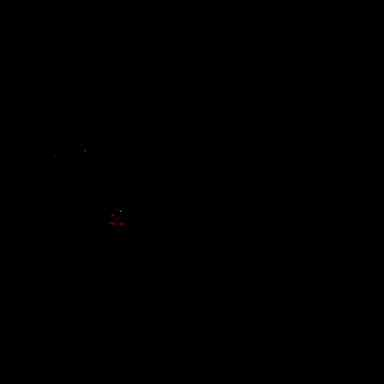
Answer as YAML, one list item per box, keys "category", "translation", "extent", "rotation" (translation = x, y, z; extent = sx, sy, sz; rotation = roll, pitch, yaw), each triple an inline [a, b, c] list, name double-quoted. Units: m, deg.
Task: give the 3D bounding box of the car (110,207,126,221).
- category: "car"
  translation: [-9.118, 2.900, 41.537]
  extent: [1.895, 1.301, 4.718]
  rotation: [1, -2, -9]

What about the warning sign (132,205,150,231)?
- category: "warning sign"
  translation: [-3.785, 1.902, 24.718]
  extent: [1.300, 1.860, 1.060]
  rotation: [1, -2, -10]
